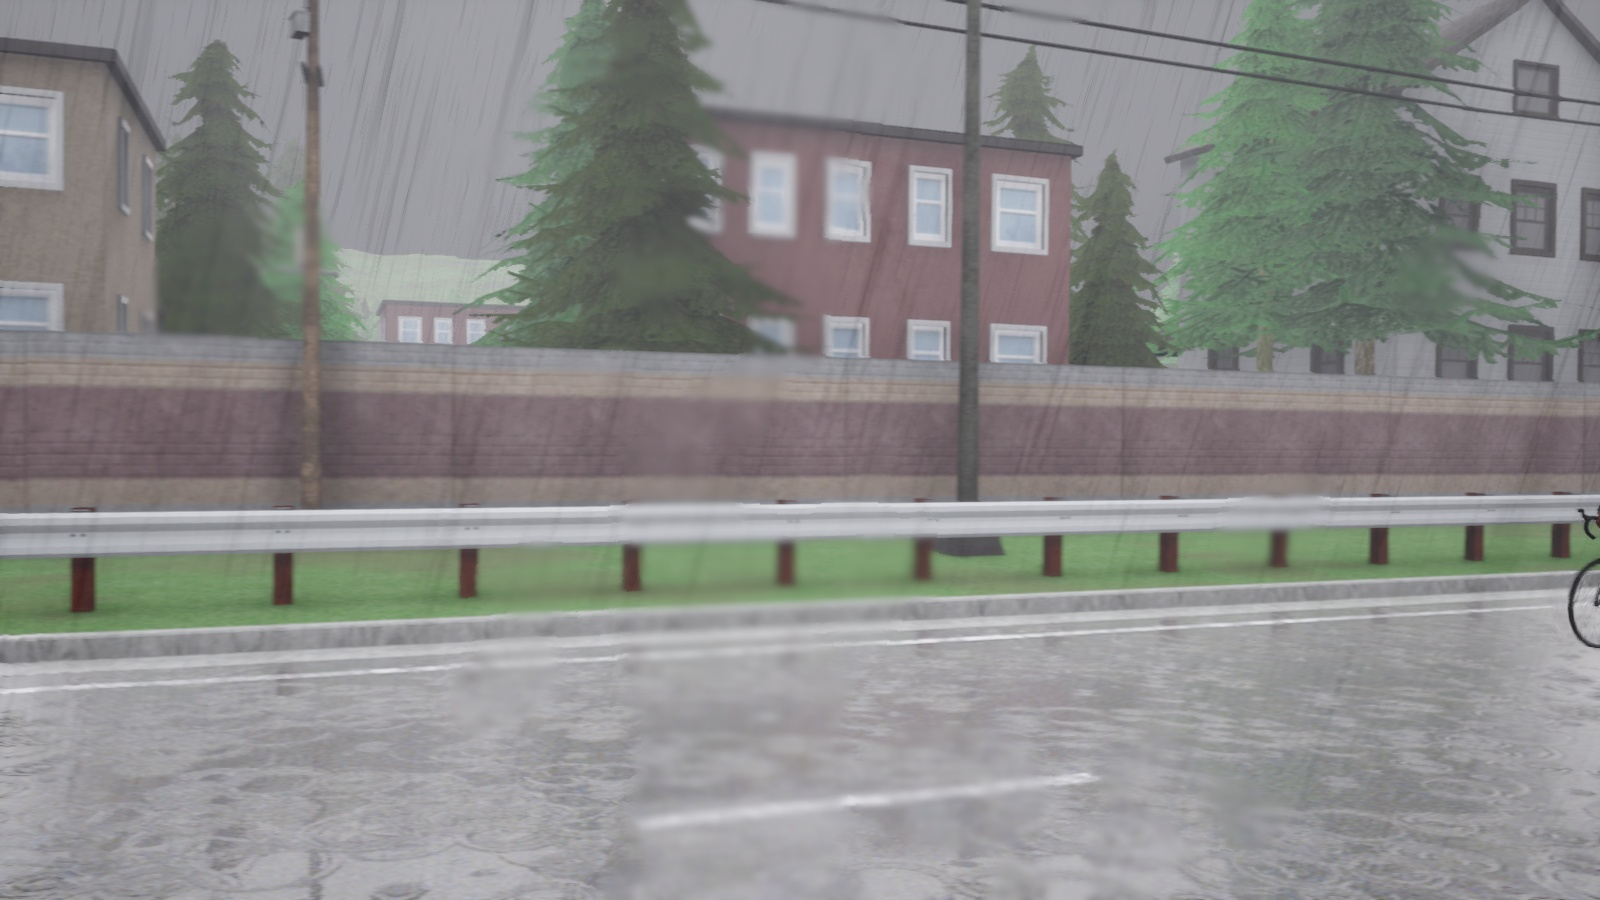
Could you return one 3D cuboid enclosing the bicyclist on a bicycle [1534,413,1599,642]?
[{"bbox_3d":[6.347,0.530,9.368,1.656,1.620,0.582,-1,1,-20],"label":"bicyclist on a bicycle"}]
